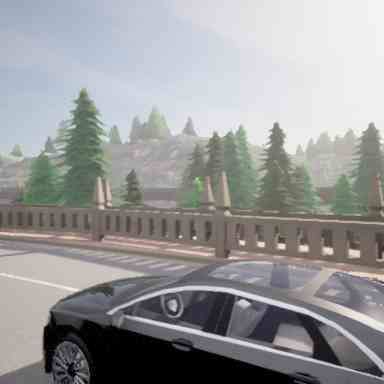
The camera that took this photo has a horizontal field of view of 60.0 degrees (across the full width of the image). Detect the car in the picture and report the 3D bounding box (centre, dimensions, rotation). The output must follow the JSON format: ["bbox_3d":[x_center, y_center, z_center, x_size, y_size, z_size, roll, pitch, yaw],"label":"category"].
[{"bbox_3d":[0.446,1.486,3.419,4.902,1.511,2.128,0,0,34],"label":"car"}]
